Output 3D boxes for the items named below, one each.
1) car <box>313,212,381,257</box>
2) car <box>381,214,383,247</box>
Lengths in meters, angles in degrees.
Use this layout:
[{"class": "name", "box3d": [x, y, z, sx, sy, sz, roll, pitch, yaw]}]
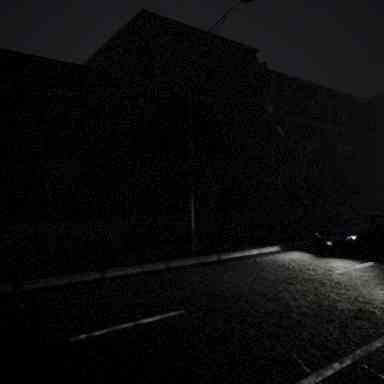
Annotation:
[{"class": "car", "box3d": [6.746, 1.542, 13.215, 4.674, 1.442, 1.812, 0, 0, -37]}, {"class": "car", "box3d": [8.974, 1.237, 11.379, 5.566, 2.045, 2.150, 0, 0, -37]}]
